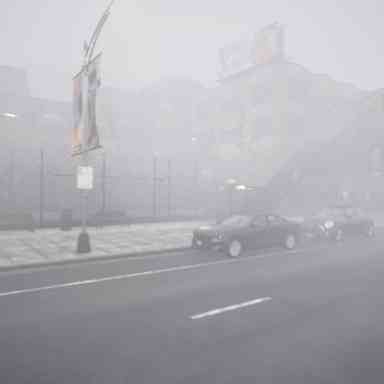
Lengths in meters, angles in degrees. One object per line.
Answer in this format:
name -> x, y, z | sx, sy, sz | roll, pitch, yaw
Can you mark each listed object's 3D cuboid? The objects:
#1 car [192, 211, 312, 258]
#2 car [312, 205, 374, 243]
car -> 2.288, 1.571, 13.369 | 5.008, 1.535, 2.097 | 1, 0, -36
car -> 7.437, 1.507, 17.217 | 4.553, 1.767, 2.185 | 1, 0, -36
